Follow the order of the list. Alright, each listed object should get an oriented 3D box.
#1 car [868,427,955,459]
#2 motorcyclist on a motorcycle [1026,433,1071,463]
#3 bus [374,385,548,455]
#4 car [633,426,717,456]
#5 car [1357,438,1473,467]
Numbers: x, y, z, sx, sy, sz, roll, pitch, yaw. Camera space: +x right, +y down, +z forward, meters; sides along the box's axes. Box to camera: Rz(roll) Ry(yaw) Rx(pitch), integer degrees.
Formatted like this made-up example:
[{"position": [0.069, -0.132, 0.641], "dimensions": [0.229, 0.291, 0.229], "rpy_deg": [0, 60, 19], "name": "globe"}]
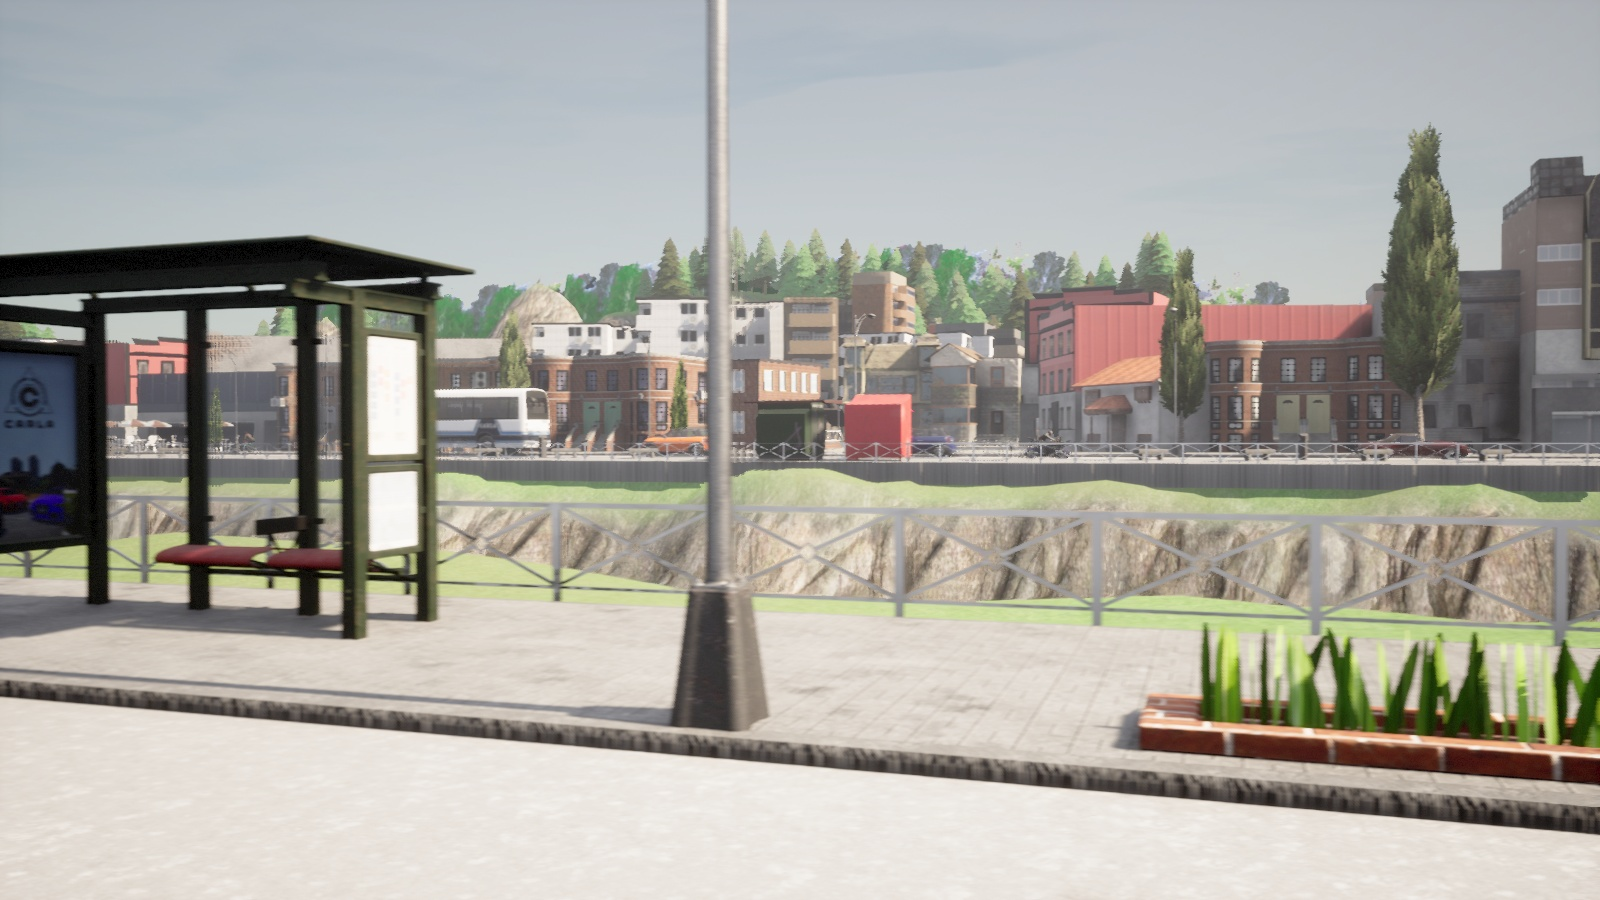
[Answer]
[{"position": [6.304, -0.427, 70.915], "dimensions": [4.553, 1.767, 2.097], "rpy_deg": [1, 1, 19], "name": "car"}, {"position": [12.771, -0.124, 64.525], "dimensions": [2.191, 1.530, 0.866], "rpy_deg": [1, 1, 19], "name": "motorcyclist on a motorcycle"}, {"position": [-21.676, -1.918, 80.302], "dimensions": [10.273, 4.253, 3.944], "rpy_deg": [1, 1, 19], "name": "bus"}, {"position": [-7.495, -0.553, 75.553], "dimensions": [4.553, 1.767, 2.097], "rpy_deg": [1, 1, 19], "name": "car"}, {"position": [28.872, 0.089, 59.115], "dimensions": [4.718, 1.301, 1.895], "rpy_deg": [1, 1, 19], "name": "car"}]
